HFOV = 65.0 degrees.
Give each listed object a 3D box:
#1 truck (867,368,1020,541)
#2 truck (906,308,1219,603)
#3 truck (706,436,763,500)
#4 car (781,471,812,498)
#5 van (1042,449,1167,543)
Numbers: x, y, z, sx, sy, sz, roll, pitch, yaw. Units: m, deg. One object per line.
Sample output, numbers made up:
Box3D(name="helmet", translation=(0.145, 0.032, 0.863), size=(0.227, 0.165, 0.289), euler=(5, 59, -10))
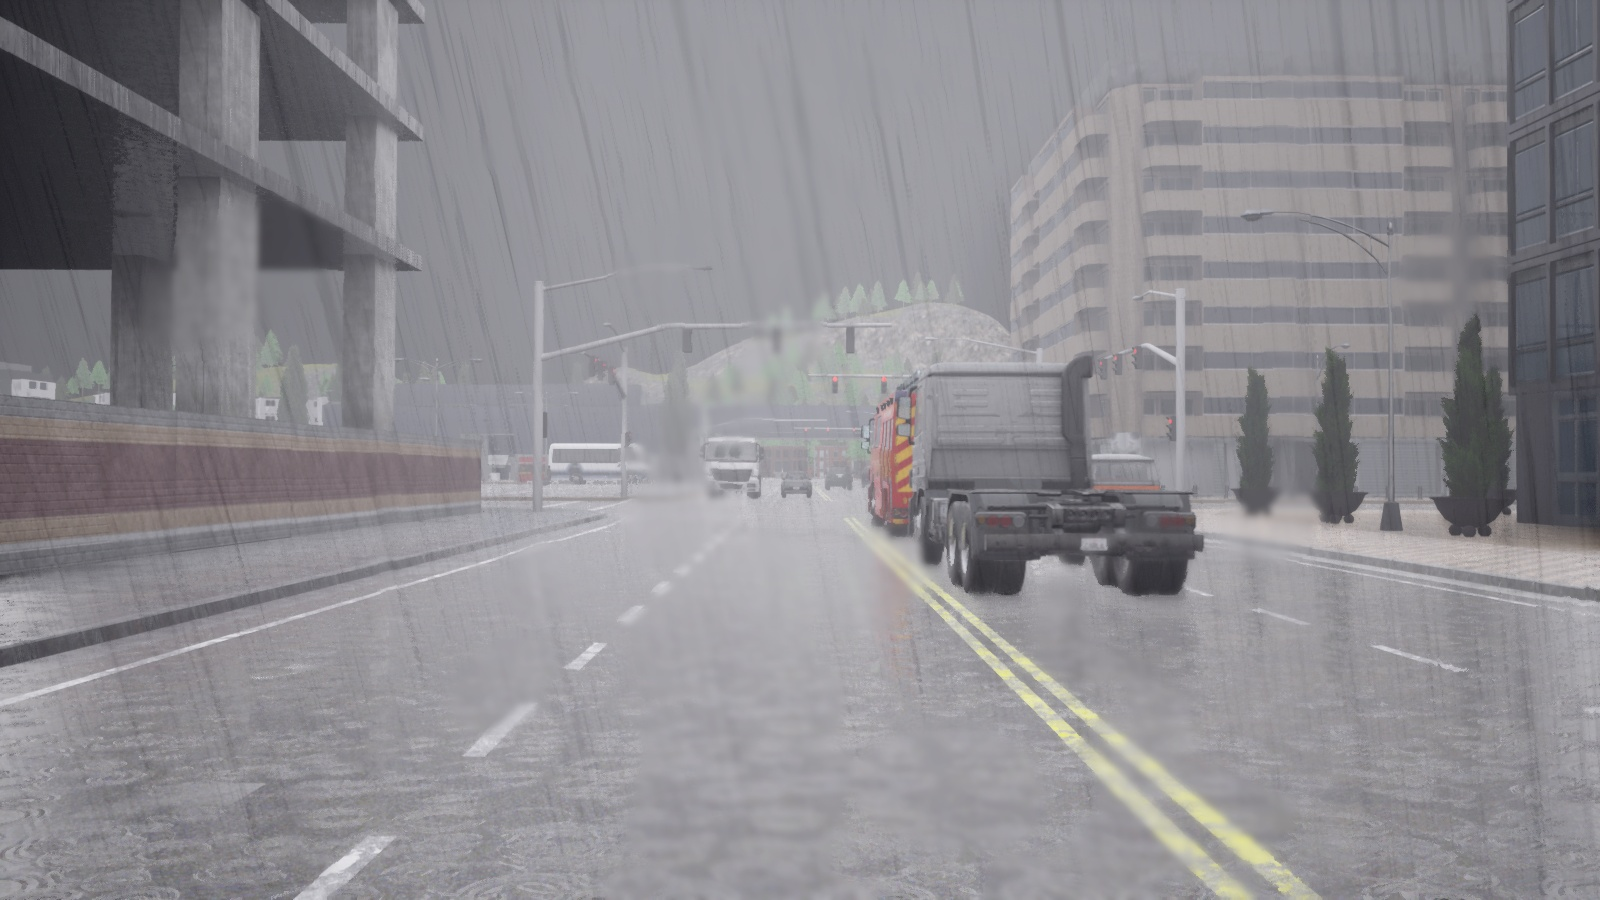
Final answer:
Box3D(name="truck", translation=(3.412, 0.169, 32.063), size=(2.891, 3.827, 8.468), euler=(0, -1, 0))
Box3D(name="truck", translation=(3.415, 0.129, 18.717), size=(2.891, 3.462, 7.936), euler=(0, -1, -1))
Box3D(name="truck", translation=(-3.691, 1.054, 72.650), size=(2.891, 3.462, 7.936), euler=(0, -1, 0))
Box3D(name="car", translation=(-0.190, 2.019, 73.716), size=(1.789, 1.549, 3.705), euler=(0, -1, 0))
Box3D(name="van", translation=(6.924, 1.021, 29.003), size=(1.775, 1.987, 4.442), euler=(0, -1, 0))
